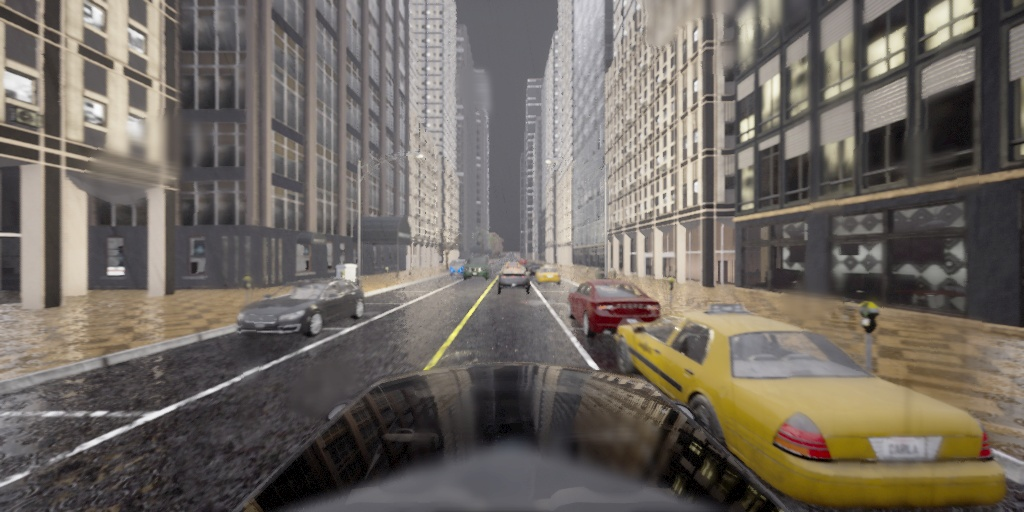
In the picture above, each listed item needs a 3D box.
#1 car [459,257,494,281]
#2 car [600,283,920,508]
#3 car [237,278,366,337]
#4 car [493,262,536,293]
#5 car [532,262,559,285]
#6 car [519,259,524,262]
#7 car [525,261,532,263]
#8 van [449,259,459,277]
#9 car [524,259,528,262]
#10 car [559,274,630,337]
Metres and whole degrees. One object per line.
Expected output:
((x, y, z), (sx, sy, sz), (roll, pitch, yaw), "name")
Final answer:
((-3.084, 1.113, 32.624), (2.150, 2.045, 5.566), (0, 0, 0), "car")
((2.690, 1.290, 4.756), (1.751, 1.417, 4.829), (0, 0, 0), "car")
((-5.690, 1.342, 10.287), (2.007, 1.370, 4.403), (0, 0, 0), "car")
((0.097, 1.336, 21.472), (2.128, 1.511, 4.902), (0, 0, 0), "car")
((2.689, 1.396, 27.550), (1.751, 1.417, 4.829), (0, 0, 0), "car")
((0.098, 1.405, 41.184), (1.882, 1.535, 5.008), (0, 0, 0), "car")
((2.688, 1.484, 38.777), (1.948, 1.339, 4.313), (0, 0, 0), "car")
((-5.692, 1.259, 38.781), (1.690, 1.789, 3.998), (0, 0, 0), "van")
((2.688, 1.528, 50.174), (1.948, 1.339, 4.313), (0, 0, 0), "car")
((2.690, 1.337, 10.285), (1.888, 1.381, 4.507), (0, 0, 0), "car")
